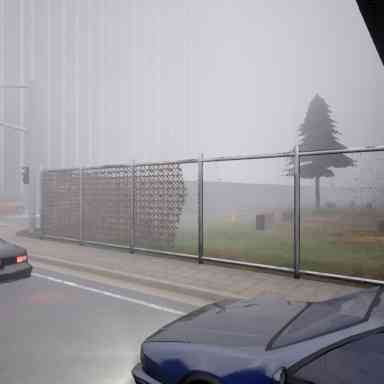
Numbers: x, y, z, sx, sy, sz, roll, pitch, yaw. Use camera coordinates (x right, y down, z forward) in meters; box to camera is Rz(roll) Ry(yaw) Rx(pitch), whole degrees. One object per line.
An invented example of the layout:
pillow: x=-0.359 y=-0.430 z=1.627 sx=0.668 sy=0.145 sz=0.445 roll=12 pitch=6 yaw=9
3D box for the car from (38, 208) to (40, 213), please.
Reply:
car: x=-13.095 y=1.508 z=33.347 sx=1.994 sy=1.385 sz=4.181 roll=0 pitch=0 yaw=36

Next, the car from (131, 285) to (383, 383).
car: x=1.998 y=1.547 z=2.566 sx=5.357 sy=1.411 sz=2.033 roll=0 pitch=0 yaw=35

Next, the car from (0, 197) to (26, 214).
car: x=-18.508 y=1.297 z=31.802 sx=2.097 sy=1.767 sz=4.553 roll=0 pitch=0 yaw=36

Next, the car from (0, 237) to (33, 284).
car: x=-6.207 y=1.547 z=8.397 sx=5.357 sy=1.411 sz=2.033 roll=0 pitch=0 yaw=35
